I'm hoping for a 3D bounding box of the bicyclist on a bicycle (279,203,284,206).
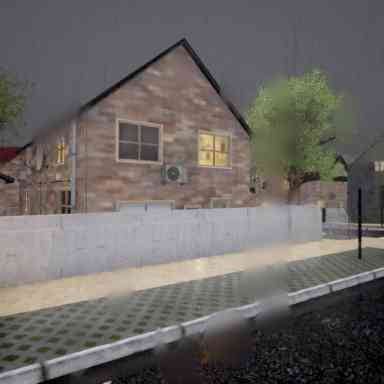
[{"bbox_3d":[8.456,1.827,31.272,1.656,1.620,0.582,-2,1,-35],"label":"bicyclist on a bicycle"}]
